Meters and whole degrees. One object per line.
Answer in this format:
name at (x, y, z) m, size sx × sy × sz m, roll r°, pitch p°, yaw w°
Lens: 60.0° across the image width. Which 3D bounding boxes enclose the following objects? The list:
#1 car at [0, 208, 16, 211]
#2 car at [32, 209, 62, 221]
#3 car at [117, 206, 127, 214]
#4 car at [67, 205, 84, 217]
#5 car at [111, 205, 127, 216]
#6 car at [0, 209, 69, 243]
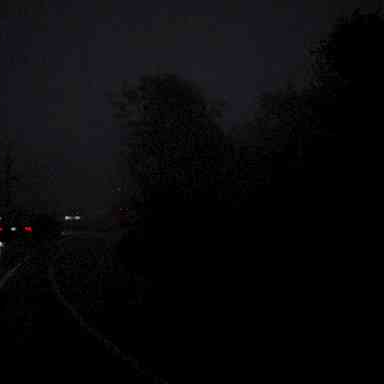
car at (-17.137, 2.247, 30.248) m, size 1.837 × 1.490 × 4.892 m, roll 0°, pitch -2°, yaw -6°
car at (-18.642, 2.869, 43.042) m, size 2.033 × 1.411 × 5.357 m, roll 0°, pitch -3°, yaw -7°
car at (-15.518, 3.993, 74.095) m, size 1.882 × 1.535 × 5.008 m, roll 0°, pitch -2°, yaw -8°
car at (-20.516, 3.258, 58.457) m, size 2.150 × 2.045 × 5.566 m, roll 0°, pitch -3°, yaw -7°
car at (-14.135, 3.465, 63.707) m, size 2.150 × 2.045 × 5.566 m, roll 0°, pitch -3°, yaw -8°
car at (-8.477, 1.844, 17.816) m, size 2.033 × 1.411 × 5.357 m, roll 0°, pitch -2°, yaw -6°
